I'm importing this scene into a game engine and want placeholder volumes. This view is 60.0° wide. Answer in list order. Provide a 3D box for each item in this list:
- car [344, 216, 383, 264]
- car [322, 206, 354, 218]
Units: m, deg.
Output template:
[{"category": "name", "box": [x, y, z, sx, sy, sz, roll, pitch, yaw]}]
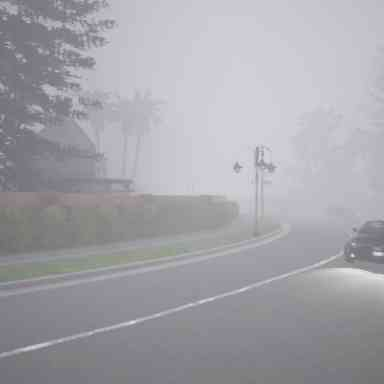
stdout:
[{"category": "car", "box": [6.726, 1.712, 11.676, 1.994, 1.385, 4.181, 0, -1, 34]}, {"category": "car", "box": [16.563, 2.237, 37.901, 1.994, 1.385, 4.181, 1, -1, -6]}]
